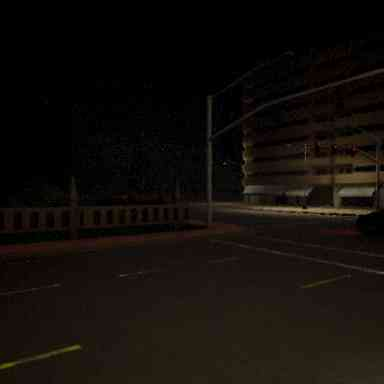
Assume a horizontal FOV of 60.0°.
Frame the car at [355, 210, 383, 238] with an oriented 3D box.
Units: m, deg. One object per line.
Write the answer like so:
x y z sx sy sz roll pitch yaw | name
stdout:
10.353 1.558 15.836 2.128 1.511 4.902 0 0 -32 | car

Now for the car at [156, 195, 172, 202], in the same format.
-6.134 1.404 72.483 2.097 1.767 4.553 0 0 21 | car
